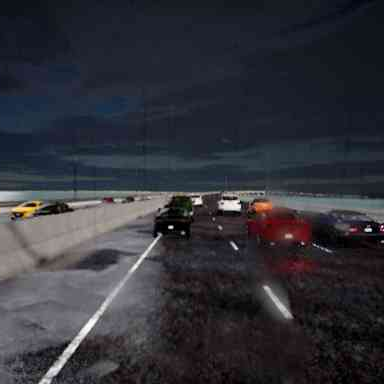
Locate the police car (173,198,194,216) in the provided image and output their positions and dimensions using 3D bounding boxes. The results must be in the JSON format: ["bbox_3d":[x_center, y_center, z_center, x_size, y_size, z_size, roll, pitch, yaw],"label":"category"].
[{"bbox_3d":[-0.826,1.514,34.332,1.930,1.638,5.238,0,0,1],"label":"police car"}]

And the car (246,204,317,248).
[{"bbox_3d":[3.650,1.520,14.982,1.882,1.535,5.008,0,0,0],"label":"car"}]

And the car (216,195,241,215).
[{"bbox_3d":[3.844,1.313,35.510,2.150,2.045,5.566,0,0,1],"label":"car"}]

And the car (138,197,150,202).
[{"bbox_3d":[-9.668,1.709,67.125,1.994,1.385,4.181,0,0,1],"label":"car"}]

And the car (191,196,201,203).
[{"bbox_3d":[0.892,1.513,69.893,2.033,1.411,5.357,0,0,2],"label":"car"}]

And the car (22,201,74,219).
[{"bbox_3d":[-10.470,1.572,25.103,1.837,1.490,4.892,0,0,1],"label":"car"}]

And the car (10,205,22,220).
[{"bbox_3d":[-13.928,1.554,29.198,1.882,1.535,5.008,0,0,1],"label":"car"}]

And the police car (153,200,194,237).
[{"bbox_3d":[-0.984,1.476,18.357,1.930,1.638,5.238,0,0,0],"label":"police car"}]

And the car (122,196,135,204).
[{"bbox_3d":[-13.123,1.635,68.914,1.882,1.535,5.008,0,0,1],"label":"car"}]

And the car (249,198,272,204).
[{"bbox_3d":[7.351,1.444,35.875,2.097,1.767,4.553,0,0,1],"label":"car"}]

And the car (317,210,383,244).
[{"bbox_3d":[7.154,1.593,15.964,2.033,1.411,5.357,0,0,0],"label":"car"}]

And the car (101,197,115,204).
[{"bbox_3d":[-16.696,1.677,66.099,1.812,1.442,4.674,0,0,2],"label":"car"}]

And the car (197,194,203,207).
[{"bbox_3d":[0.513,1.348,52.934,2.150,2.045,5.566,0,0,1],"label":"car"}]

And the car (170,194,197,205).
[{"bbox_3d":[-0.896,1.300,28.263,2.150,2.045,5.566,0,0,1],"label":"car"}]
